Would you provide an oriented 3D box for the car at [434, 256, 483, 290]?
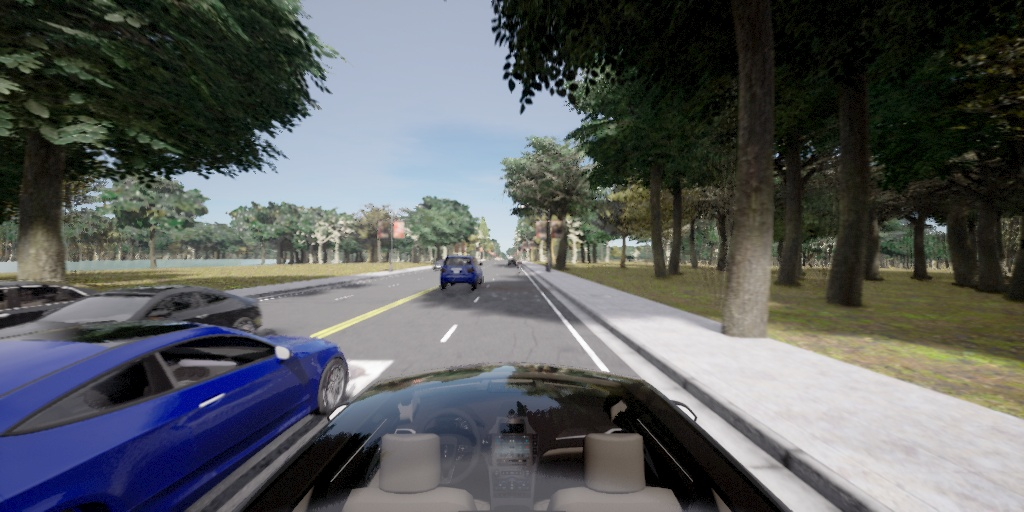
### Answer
[{"bbox_3d":[-3.143,0.990,22.919,2.150,2.045,5.566,0,0,0],"label":"car"}]

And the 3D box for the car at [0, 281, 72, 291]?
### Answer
[{"bbox_3d":[-9.847,1.259,6.341,1.837,1.490,4.892,0,0,0],"label":"car"}]

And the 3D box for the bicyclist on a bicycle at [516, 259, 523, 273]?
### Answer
[{"bbox_3d":[0.910,1.156,40.666,0.659,1.776,1.843,0,0,0],"label":"bicyclist on a bicycle"}]

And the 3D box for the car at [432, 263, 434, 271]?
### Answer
[{"bbox_3d":[-9.795,1.286,49.974,2.128,1.511,4.902,0,0,0],"label":"car"}]

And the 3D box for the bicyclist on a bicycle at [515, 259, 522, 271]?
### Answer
[{"bbox_3d":[0.918,1.230,50.641,0.866,1.612,1.509,0,0,0],"label":"bicyclist on a bicycle"}]

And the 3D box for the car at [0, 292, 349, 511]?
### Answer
[{"bbox_3d":[-3.151,1.277,3.009,1.812,1.442,4.674,0,0,0],"label":"car"}]

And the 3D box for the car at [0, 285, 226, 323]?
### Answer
[{"bbox_3d":[-6.596,1.280,6.363,1.812,1.442,4.674,0,0,0],"label":"car"}]
